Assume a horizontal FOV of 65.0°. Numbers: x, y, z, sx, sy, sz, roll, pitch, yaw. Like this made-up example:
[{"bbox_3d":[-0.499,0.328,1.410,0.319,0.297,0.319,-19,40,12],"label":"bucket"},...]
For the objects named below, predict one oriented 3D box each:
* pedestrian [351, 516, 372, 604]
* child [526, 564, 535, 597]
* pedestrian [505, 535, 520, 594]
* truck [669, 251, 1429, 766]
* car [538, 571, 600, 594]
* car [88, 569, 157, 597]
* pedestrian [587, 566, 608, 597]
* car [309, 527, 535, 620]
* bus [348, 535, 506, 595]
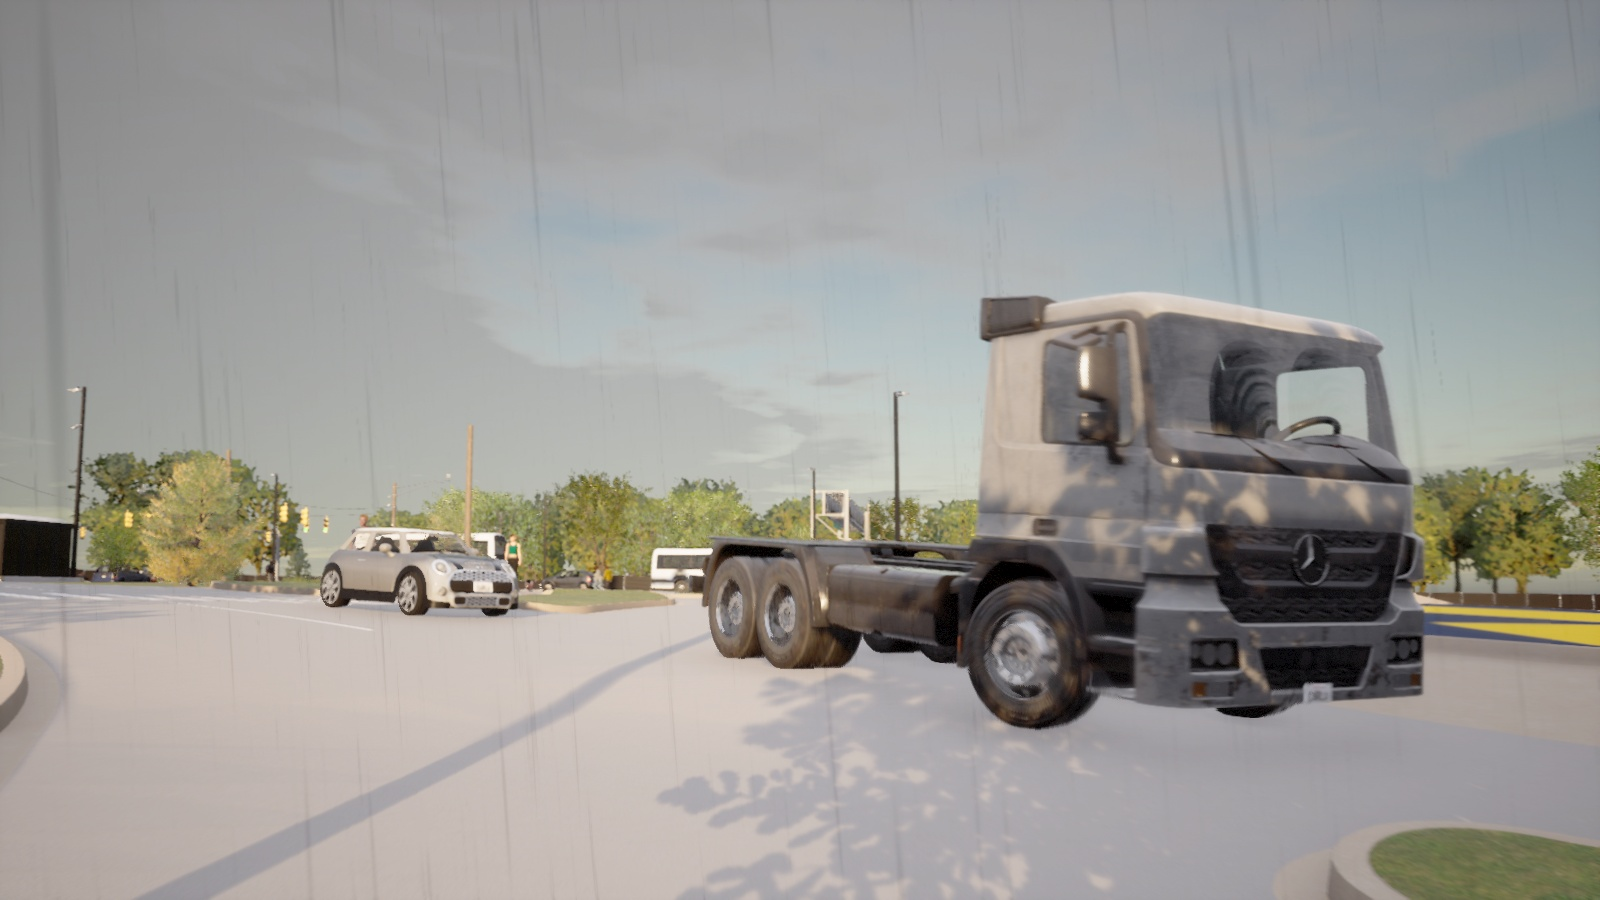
[{"bbox_3d":[-9.304,2.338,26.658,0.354,1.836,0.706,1,-7,-18],"label":"pedestrian"},{"bbox_3d":[-9.062,4.386,42.236,0.255,1.110,0.394,0,-7,-5],"label":"child"},{"bbox_3d":[-9.040,3.607,39.449,0.345,1.836,0.594,0,-7,-4],"label":"pedestrian"},{"bbox_3d":[1.705,0.584,12.591,2.891,3.462,7.936,4,-4,-30],"label":"truck"},{"bbox_3d":[-16.702,9.615,90.860,3.988,1.617,1.851,-1,-7,13],"label":"car"},{"bbox_3d":[-41.320,8.097,76.656,1.851,1.617,3.988,-1,-6,3],"label":"car"},{"bbox_3d":[-12.248,7.955,75.947,0.900,1.855,0.874,-3,-7,21],"label":"pedestrian"},{"bbox_3d":[-6.742,2.162,22.271,3.806,1.475,1.970,-3,-8,40],"label":"car"},{"bbox_3d":[-27.341,8.483,92.391,10.273,4.253,3.944,-1,-7,5],"label":"bus"}]
